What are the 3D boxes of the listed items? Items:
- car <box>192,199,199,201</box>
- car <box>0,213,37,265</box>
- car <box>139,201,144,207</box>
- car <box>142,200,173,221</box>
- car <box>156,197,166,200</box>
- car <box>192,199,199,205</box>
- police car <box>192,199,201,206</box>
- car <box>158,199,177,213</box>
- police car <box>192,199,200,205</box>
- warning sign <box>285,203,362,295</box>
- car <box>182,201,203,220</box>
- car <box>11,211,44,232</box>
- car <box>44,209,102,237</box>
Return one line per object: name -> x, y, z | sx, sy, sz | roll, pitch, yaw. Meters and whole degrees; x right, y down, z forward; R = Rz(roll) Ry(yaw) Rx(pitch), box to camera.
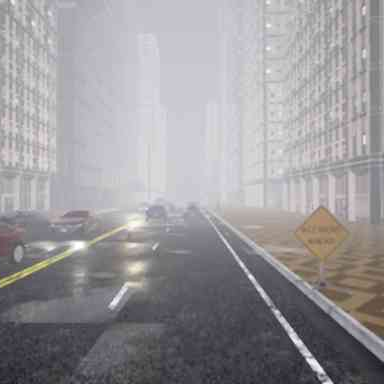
car -> 0.084, 2.034, 45.601 | 1.882, 1.535, 5.008 | 0, -1, 0
car -> -6.598, 1.583, 9.459 | 1.882, 1.535, 5.008 | 0, -1, 0
car -> -9.746, 2.472, 69.197 | 1.895, 1.301, 4.718 | 0, -1, 0
car -> -3.145, 1.843, 31.087 | 1.882, 1.535, 5.008 | 0, -1, 0
car -> -6.496, 2.102, 69.204 | 2.150, 2.045, 5.566 | 0, -1, 0
car -> 0.980, 2.713, 93.554 | 1.801, 1.575, 5.366 | 0, -1, 0
police car -> 0.980, 2.432, 77.476 | 1.930, 1.638, 5.238 | 0, -1, 0
car -> -3.152, 2.044, 45.370 | 2.128, 1.511, 4.902 | 0, -1, 0
police car -> 0.980, 2.587, 87.475 | 1.930, 1.638, 5.238 | 0, -1, 0
warning sign -> 2.854, 1.197, 7.368 | 1.300, 1.860, 1.060 | 0, 0, 0
car -> 0.106, 1.907, 32.330 | 1.812, 1.442, 4.674 | 0, -1, 0
car -> -9.838, 1.783, 19.237 | 1.994, 1.385, 4.181 | 0, -1, 0
car -> -6.592, 1.748, 19.506 | 1.812, 1.442, 4.674 | 0, -1, 0
